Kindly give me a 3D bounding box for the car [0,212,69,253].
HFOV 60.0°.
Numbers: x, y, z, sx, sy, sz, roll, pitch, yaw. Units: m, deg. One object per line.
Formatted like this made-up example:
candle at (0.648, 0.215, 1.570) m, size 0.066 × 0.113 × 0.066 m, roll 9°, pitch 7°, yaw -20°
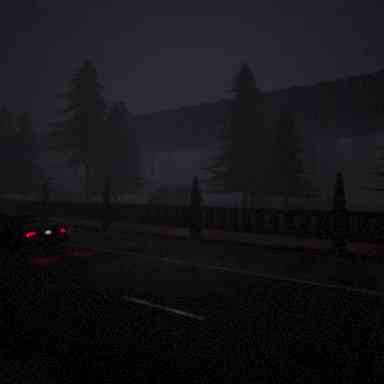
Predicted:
car at (-7.222, 1.503, 13.449) m, size 5.357 × 1.411 × 2.033 m, roll 0°, pitch 0°, yaw 36°
